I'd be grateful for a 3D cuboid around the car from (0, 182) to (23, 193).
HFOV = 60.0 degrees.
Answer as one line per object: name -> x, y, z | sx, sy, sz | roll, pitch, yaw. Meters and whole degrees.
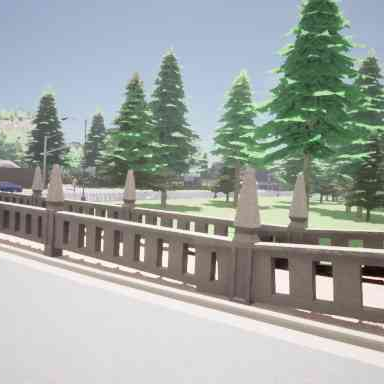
car -> -21.374, -0.399, 36.977 | 1.812, 1.442, 4.674 | 4, 2, 37
